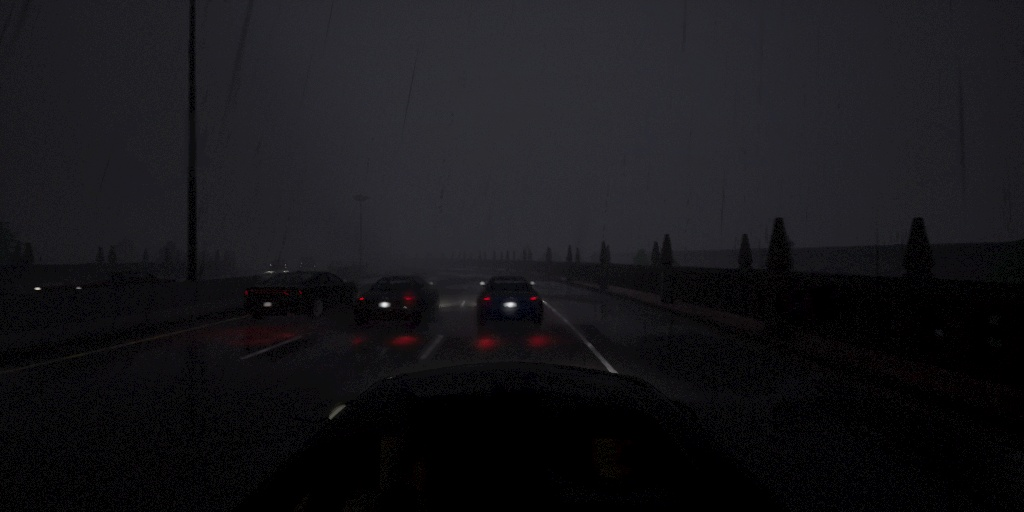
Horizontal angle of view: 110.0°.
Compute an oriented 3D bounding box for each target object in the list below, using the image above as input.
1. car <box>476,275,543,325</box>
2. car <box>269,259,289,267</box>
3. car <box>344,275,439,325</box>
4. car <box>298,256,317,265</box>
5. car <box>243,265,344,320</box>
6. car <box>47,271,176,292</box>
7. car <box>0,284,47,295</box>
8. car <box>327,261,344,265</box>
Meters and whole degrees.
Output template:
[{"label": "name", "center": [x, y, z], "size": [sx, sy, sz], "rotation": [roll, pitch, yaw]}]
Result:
[{"label": "car", "center": [-0.141, 1.328, 11.961], "size": [1.994, 1.385, 4.181], "rotation": [0, 0, -3]}, {"label": "car", "center": [-32.921, 1.169, 50.752], "size": [2.097, 1.767, 4.553], "rotation": [0, 0, -29]}, {"label": "car", "center": [-3.652, 1.328, 11.965], "size": [1.994, 1.385, 4.181], "rotation": [0, 0, -3]}, {"label": "car", "center": [-31.439, 1.046, 55.114], "size": [2.150, 2.045, 5.566], "rotation": [0, 0, -31]}, {"label": "car", "center": [-7.196, 1.243, 12.807], "size": [1.882, 1.535, 5.008], "rotation": [0, 0, -4]}, {"label": "car", "center": [-18.180, 1.370, 16.314], "size": [1.895, 1.301, 4.718], "rotation": [0, 0, -6]}, {"label": "car", "center": [-14.242, 1.322, 8.095], "size": [1.994, 1.385, 4.181], "rotation": [0, 0, -2]}, {"label": "car", "center": [-23.317, 1.360, 47.521], "size": [2.033, 1.411, 5.357], "rotation": [0, 0, -24]}]
